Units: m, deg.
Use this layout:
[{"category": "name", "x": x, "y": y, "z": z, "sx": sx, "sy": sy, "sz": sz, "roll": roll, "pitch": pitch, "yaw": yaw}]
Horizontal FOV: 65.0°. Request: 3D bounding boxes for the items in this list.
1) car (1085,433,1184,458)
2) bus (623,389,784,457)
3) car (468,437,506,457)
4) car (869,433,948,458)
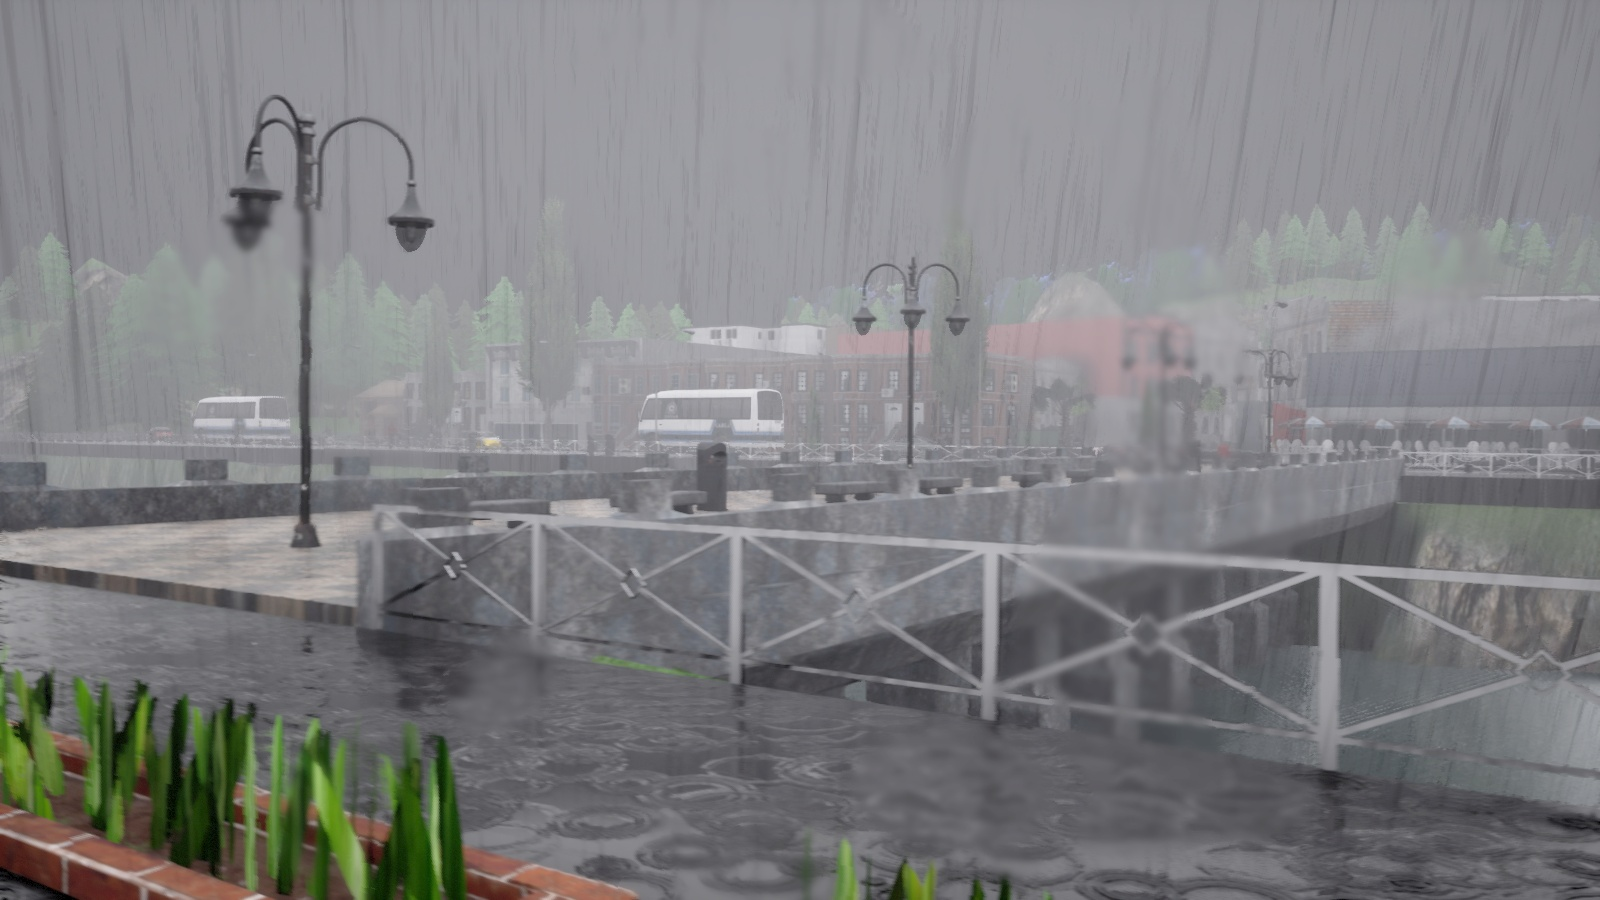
[{"category": "car", "x": 17.687, "y": -0.236, "z": 66.514, "sx": 4.718, "sy": 1.301, "sz": 1.895, "roll": 0, "pitch": 1, "yaw": 34}, {"category": "bus", "x": -6.417, "y": -1.713, "z": 82.490, "sx": 10.273, "sy": 4.253, "sz": 3.944, "roll": 0, "pitch": 1, "yaw": 34}, {"category": "car", "x": -21.954, "y": -0.216, "z": 88.034, "sx": 2.207, "sy": 1.376, "sz": 1.481, "roll": 0, "pitch": 1, "yaw": 34}, {"category": "car", "x": 6.407, "y": -0.273, "z": 74.003, "sx": 4.181, "sy": 1.385, "sz": 1.994, "roll": 0, "pitch": 1, "yaw": 34}]
